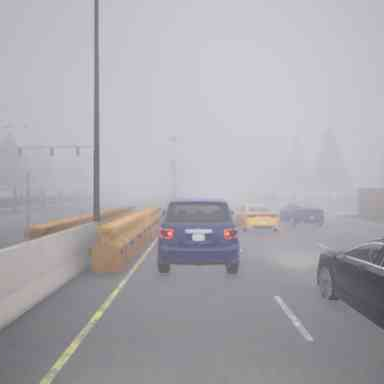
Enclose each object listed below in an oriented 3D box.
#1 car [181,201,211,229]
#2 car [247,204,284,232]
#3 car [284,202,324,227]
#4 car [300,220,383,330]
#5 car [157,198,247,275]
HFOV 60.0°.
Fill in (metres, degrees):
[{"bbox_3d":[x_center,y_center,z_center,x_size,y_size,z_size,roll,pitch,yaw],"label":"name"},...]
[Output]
[{"bbox_3d":[0.274,1.458,22.516,1.837,1.490,4.892,0,0,0],"label":"car"},{"bbox_3d":[3.753,1.436,19.883,1.882,1.535,5.008,0,0,0],"label":"car"},{"bbox_3d":[7.274,1.431,22.577,1.882,1.535,5.008,0,-1,0],"label":"car"},{"bbox_3d":[3.637,1.479,5.365,2.128,1.511,4.902,0,0,0],"label":"car"},{"bbox_3d":[0.181,1.195,10.566,2.150,2.045,5.566,0,0,1],"label":"car"}]
